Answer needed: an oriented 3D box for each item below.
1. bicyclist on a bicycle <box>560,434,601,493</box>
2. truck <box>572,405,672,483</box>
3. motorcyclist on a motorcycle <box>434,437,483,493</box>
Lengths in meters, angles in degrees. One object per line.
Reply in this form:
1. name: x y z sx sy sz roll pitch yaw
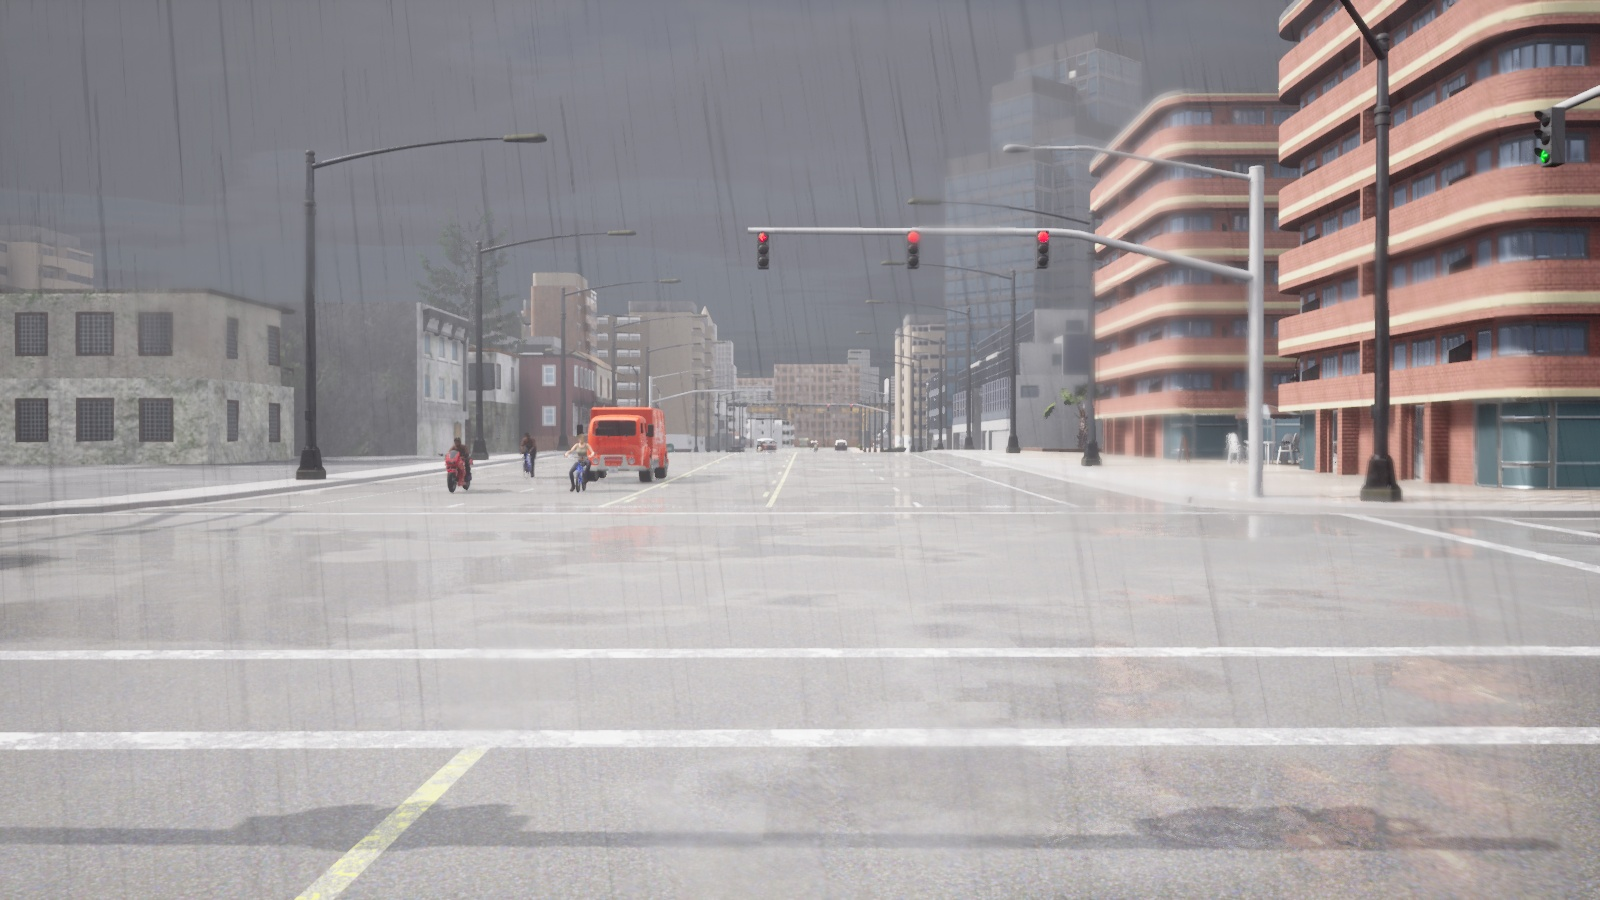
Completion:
1. bicyclist on a bicycle: -6.079 0.352 34.866 0.866 1.612 1.509 0 1 0
2. truck: -5.945 -0.211 42.635 2.627 2.467 5.204 0 1 0
3. motorcyclist on a motorcycle: -9.511 0.396 35.038 0.797 1.523 2.044 0 1 0
